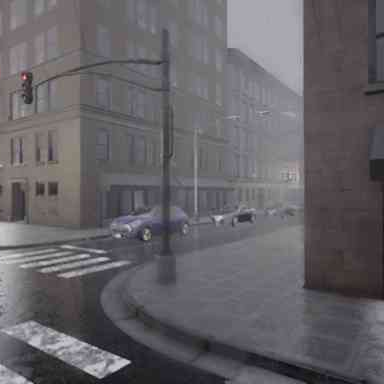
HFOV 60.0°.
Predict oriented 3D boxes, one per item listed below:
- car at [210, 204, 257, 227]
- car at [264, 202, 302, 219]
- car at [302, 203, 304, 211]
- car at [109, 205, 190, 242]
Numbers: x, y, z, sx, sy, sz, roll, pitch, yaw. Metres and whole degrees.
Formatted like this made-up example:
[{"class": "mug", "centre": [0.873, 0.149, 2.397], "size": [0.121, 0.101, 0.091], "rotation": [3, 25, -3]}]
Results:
[{"class": "car", "centre": [3.197, 1.680, 24.819], "size": [2.128, 1.511, 4.902], "rotation": [0, -1, 35]}, {"class": "car", "centre": [8.713, 1.731, 32.570], "size": [2.128, 1.511, 4.902], "rotation": [0, -1, 36]}, {"class": "car", "centre": [14.544, 1.784, 40.723], "size": [2.128, 1.511, 4.902], "rotation": [0, -1, 36]}, {"class": "car", "centre": [-2.123, 1.490, 17.386], "size": [2.097, 1.767, 4.553], "rotation": [0, -1, 36]}]
